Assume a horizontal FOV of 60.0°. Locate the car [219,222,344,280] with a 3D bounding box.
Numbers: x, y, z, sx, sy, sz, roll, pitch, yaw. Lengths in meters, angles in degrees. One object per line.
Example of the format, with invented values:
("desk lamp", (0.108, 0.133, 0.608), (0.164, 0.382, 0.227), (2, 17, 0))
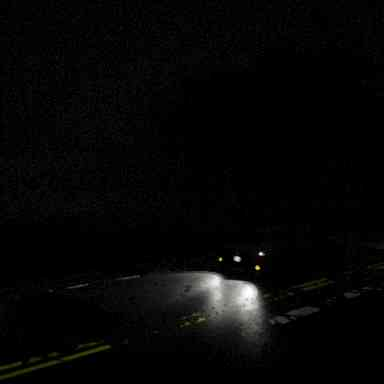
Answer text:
("car", (2.846, 1.647, 10.337), (4.181, 1.385, 1.994), (0, -1, -36))
